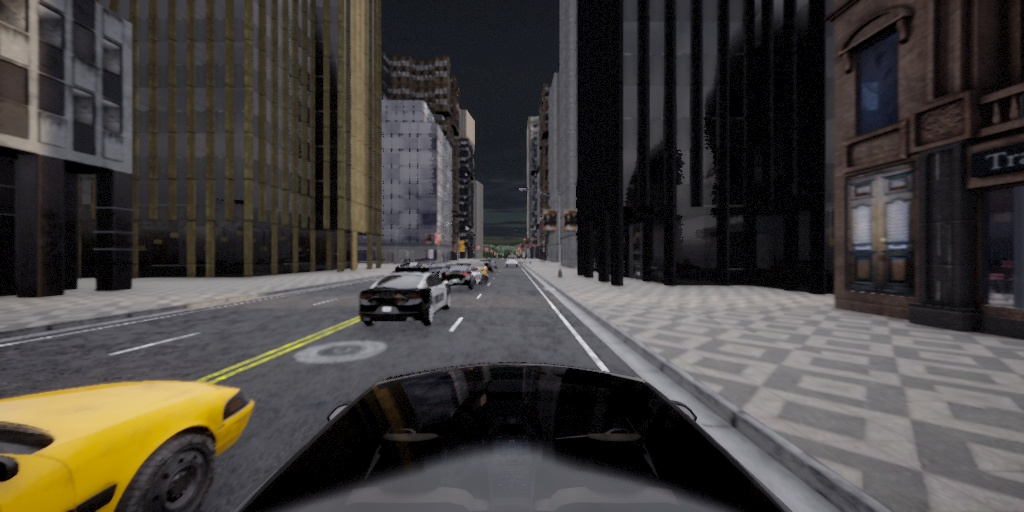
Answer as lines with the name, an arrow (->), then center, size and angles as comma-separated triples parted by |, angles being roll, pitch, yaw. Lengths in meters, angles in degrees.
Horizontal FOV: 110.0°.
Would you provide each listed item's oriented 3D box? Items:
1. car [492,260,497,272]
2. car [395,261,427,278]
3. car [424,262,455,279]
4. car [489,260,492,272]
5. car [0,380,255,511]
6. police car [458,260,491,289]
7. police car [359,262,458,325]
car -> -3.251, 1.251, 44.794 | 1.837, 1.490, 4.892 | 0, 0, 0
car -> -9.842, 1.274, 35.347 | 1.812, 1.442, 4.674 | 0, 0, 0
car -> -6.593, 1.313, 32.993 | 1.994, 1.385, 4.181 | 0, 0, 0
car -> -3.251, 1.205, 33.984 | 1.801, 1.575, 5.366 | 0, 0, 0
car -> -3.250, 1.206, 0.984 | 1.801, 1.575, 5.366 | 0, 0, 0
police car -> -3.026, 1.252, 23.315 | 2.038, 1.542, 4.974 | 1, 0, 7
police car -> -3.250, 1.175, 11.904 | 1.930, 1.638, 5.238 | 0, 0, 0
